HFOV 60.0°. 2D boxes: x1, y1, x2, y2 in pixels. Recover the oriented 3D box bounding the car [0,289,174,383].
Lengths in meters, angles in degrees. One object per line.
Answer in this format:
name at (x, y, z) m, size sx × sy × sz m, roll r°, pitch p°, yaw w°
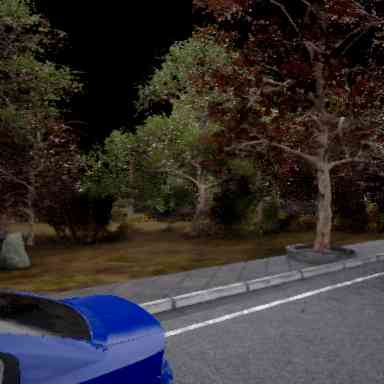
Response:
car at (-2.488, 1.477, 1.920) m, size 5.008 × 1.535 × 1.882 m, roll 0°, pitch 0°, yaw -35°
